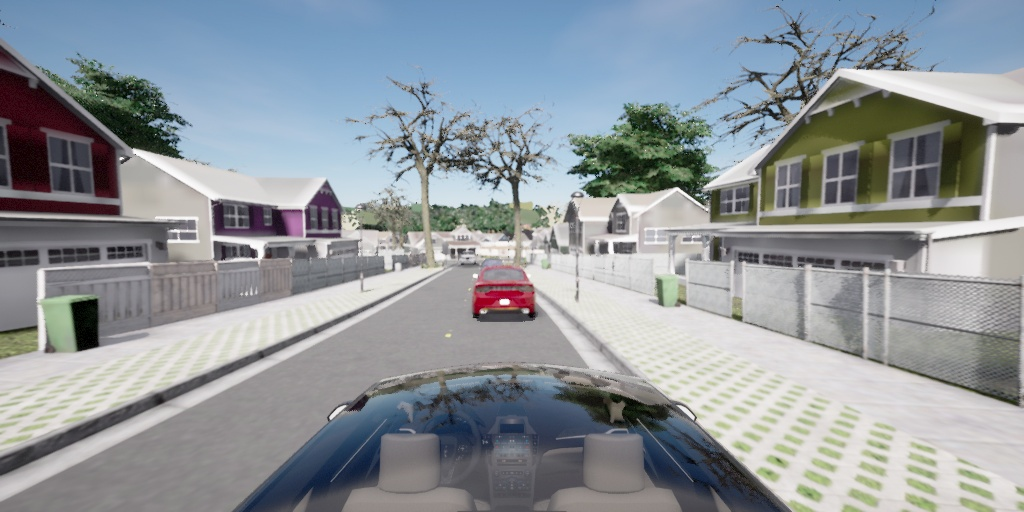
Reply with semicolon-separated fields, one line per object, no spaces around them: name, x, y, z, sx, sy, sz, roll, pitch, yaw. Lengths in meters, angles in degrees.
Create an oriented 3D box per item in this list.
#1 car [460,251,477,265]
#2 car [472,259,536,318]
car;-6.443;0.238;53.118;2.150;2.045;5.566;0;0;-4
car;-0.327;1.043;12.217;1.882;1.535;5.008;0;1;-3
